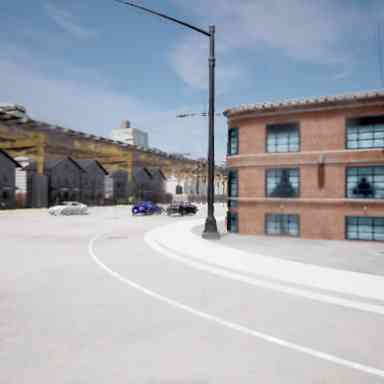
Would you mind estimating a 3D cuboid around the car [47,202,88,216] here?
[{"bbox_3d":[-13.362,1.790,36.040,1.812,1.442,4.674,0,-1,25],"label":"car"}]

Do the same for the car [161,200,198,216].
[{"bbox_3d":[-1.009,1.852,36.865,2.128,1.511,4.902,0,-1,26],"label":"car"}]

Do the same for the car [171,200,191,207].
[{"bbox_3d":[-2.161,2.265,66.108,1.895,1.301,4.718,0,-1,27],"label":"car"}]

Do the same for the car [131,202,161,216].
[{"bbox_3d":[-4.899,1.860,36.987,1.812,1.442,4.674,0,-1,27],"label":"car"}]
